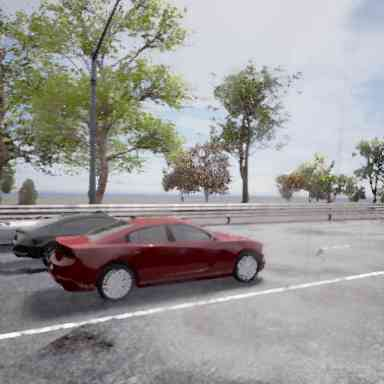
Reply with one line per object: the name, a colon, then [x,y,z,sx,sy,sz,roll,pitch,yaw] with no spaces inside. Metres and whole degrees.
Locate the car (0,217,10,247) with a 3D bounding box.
car: [-7.255,1.410,12.063,4.718,1.301,1.895,1,0,-29]

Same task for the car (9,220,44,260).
car: [-2.967,1.364,10.401,4.674,1.442,1.812,1,0,-28]

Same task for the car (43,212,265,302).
car: [-0.574,1.320,7.715,5.008,1.535,1.882,1,0,-28]
